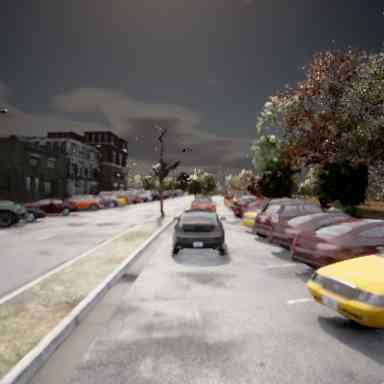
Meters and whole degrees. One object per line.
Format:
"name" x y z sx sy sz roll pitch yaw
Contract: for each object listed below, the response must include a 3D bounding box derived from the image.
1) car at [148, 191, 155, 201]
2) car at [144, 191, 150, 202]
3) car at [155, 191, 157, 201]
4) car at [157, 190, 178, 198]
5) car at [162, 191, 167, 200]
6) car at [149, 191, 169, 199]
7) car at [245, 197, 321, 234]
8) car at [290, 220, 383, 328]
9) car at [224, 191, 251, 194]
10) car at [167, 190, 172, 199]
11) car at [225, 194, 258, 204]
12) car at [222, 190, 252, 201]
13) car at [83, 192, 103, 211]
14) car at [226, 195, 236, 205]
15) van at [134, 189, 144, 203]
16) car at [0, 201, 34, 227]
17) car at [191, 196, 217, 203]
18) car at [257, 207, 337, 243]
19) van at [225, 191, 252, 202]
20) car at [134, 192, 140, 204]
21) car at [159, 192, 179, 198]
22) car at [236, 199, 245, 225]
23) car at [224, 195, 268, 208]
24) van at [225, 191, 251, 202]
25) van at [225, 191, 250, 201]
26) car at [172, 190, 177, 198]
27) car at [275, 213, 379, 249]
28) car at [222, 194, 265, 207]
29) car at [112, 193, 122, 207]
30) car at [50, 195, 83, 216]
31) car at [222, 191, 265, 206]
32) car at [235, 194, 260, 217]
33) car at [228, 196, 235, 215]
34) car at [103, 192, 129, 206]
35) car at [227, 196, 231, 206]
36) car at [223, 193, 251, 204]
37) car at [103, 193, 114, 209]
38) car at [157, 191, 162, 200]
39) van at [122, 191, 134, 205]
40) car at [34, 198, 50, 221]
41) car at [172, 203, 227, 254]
"car" -9.929 0.829 59.026 5.566 2.045 2.435 -1 1 -15
"car" -10.186 1.101 56.047 5.008 1.535 2.097 -1 0 -15
"car" -9.621 1.058 62.031 5.008 1.535 2.097 -1 0 -15
"car" -6.759 0.585 91.977 5.566 2.045 2.435 -1 1 -14
"car" -8.747 0.743 71.017 5.566 2.045 2.435 -1 0 -15
"car" -7.880 0.806 79.986 4.553 1.767 2.185 -1 1 -14
"car" 5.108 1.248 15.073 4.553 1.767 2.185 1 0 -18
"car" 4.729 1.434 6.136 5.366 1.575 1.946 1 1 -19
"car" 6.507 1.076 38.730 4.553 1.767 2.185 1 0 -15
"car" -8.178 0.701 77.004 5.566 2.045 2.435 -1 0 -15
"car" 7.886 1.124 53.550 4.792 1.488 2.163 1 0 -15
"car" 9.276 0.736 68.364 5.566 2.045 2.435 1 0 -15
"car" -12.012 1.119 35.028 4.553 1.767 2.185 -1 1 -16
"car" 5.913 1.296 29.884 4.792 1.488 2.163 1 0 -16
"van" -10.357 0.894 53.085 4.442 1.987 1.878 -1 0 -15
"car" -12.934 1.094 19.964 5.566 2.045 2.435 -1 0 -18
"car" 0.994 1.153 28.116 2.097 1.767 4.553 0 0 4
"car" 5.036 1.436 12.122 4.674 1.452 2.002 1 0 -18
"van" 8.304 0.825 59.430 4.442 1.987 1.878 1 1 -15
"car" -10.773 1.173 50.043 4.792 1.488 2.163 -1 1 -15
"car" -6.614 0.800 94.954 5.366 1.575 1.946 -1 1 -14
"car" 5.427 1.352 18.099 5.366 1.575 1.946 1 0 -17
"car" 6.776 1.181 41.696 4.892 1.521 2.231 1 0 -15
"van" 8.581 0.803 62.395 4.442 1.987 1.878 1 1 -15
"van" 8.857 0.782 65.360 4.442 1.987 1.878 1 1 -15
"car" -7.327 0.890 85.980 5.008 1.535 2.097 -1 0 -14
"car" 4.960 1.458 9.162 4.674 1.452 2.002 1 0 -18
"car" 6.862 1.154 44.601 5.366 1.575 1.946 1 1 -15
"car" -11.561 1.205 41.051 5.008 1.535 2.097 -1 0 -15
"car" -12.452 1.285 28.998 5.008 1.535 2.097 -1 1 -17
"car" 7.336 0.886 47.622 5.566 2.045 2.435 1 0 -15
"car" 5.415 1.206 21.003 4.553 1.767 2.185 1 1 -17
"car" 5.524 1.309 23.957 5.008 1.535 2.097 1 0 -17
"car" -11.469 1.185 43.998 5.366 1.575 1.946 -1 1 -15
"car" 5.669 1.317 26.899 4.792 1.488 2.163 1 1 -16
"car" 6.294 1.223 35.782 5.008 1.535 2.097 1 0 -15
"car" -11.788 1.226 38.040 4.892 1.521 2.231 -1 1 -15
"car" -9.364 0.786 65.007 5.566 2.045 2.435 -1 1 -15
"van" -10.913 0.936 47.086 4.442 1.987 1.878 -1 0 -15
"car" -12.814 1.326 22.971 5.008 1.535 2.097 -1 0 -17
"car" 0.299 1.413 13.142 1.837 1.490 4.892 0 1 2
